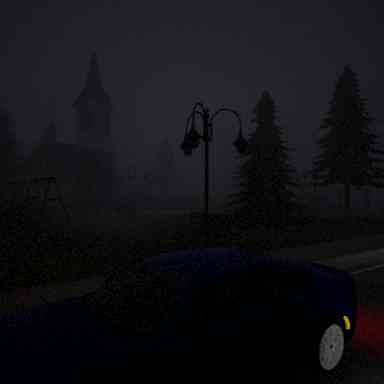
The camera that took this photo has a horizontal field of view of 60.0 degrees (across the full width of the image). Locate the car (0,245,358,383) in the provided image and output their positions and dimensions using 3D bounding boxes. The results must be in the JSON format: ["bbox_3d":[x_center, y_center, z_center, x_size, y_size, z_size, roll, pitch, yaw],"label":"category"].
[{"bbox_3d":[0.021,1.490,4.011,5.008,1.535,1.882,0,0,-36],"label":"car"}]

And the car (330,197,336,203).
[{"bbox_3d":[29.730,1.696,75.192,2.152,1.636,5.027,0,0,-36],"label":"car"}]

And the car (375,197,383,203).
[{"bbox_3d":[43.822,1.744,75.999,1.845,1.501,3.633,0,0,-36],"label":"car"}]

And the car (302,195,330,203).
[{"bbox_3d":[27.231,1.689,73.296,2.007,1.523,4.514,0,0,-36],"label":"car"}]
